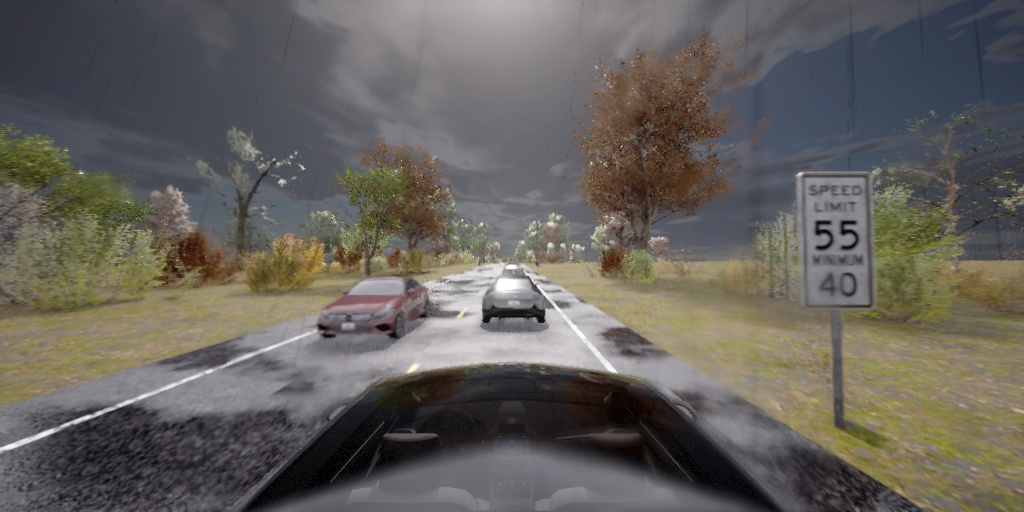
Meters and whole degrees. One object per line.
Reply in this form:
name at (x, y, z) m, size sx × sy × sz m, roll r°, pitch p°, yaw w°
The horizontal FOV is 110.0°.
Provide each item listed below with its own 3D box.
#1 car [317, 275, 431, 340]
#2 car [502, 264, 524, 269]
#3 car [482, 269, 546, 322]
car at (-3.580, 1.286, 10.193) m, size 1.812 × 1.442 × 4.674 m, roll 0°, pitch 0°, yaw 0°
car at (0.092, 1.361, 30.868) m, size 2.033 × 1.411 × 5.357 m, roll 0°, pitch 0°, yaw 0°
car at (0.064, 1.329, 12.380) m, size 1.994 × 1.385 × 4.181 m, roll 0°, pitch 0°, yaw 0°
